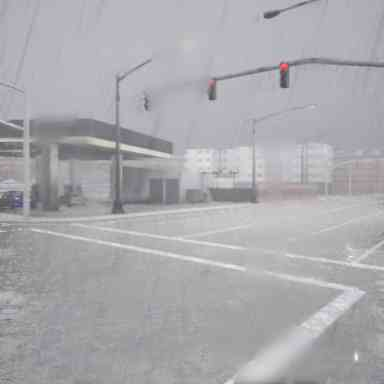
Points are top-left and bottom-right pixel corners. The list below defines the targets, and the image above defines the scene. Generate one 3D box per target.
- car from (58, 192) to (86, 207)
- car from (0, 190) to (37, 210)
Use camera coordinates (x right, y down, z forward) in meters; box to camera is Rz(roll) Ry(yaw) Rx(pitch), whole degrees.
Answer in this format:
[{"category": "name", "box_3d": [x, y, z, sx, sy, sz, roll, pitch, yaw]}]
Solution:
[{"category": "car", "box_3d": [-12.929, 0.769, 35.136, 3.806, 1.475, 1.970, 1, 1, 40]}, {"category": "car", "box_3d": [-16.016, 0.685, 30.229, 4.611, 1.667, 2.242, 1, 1, 40]}]
